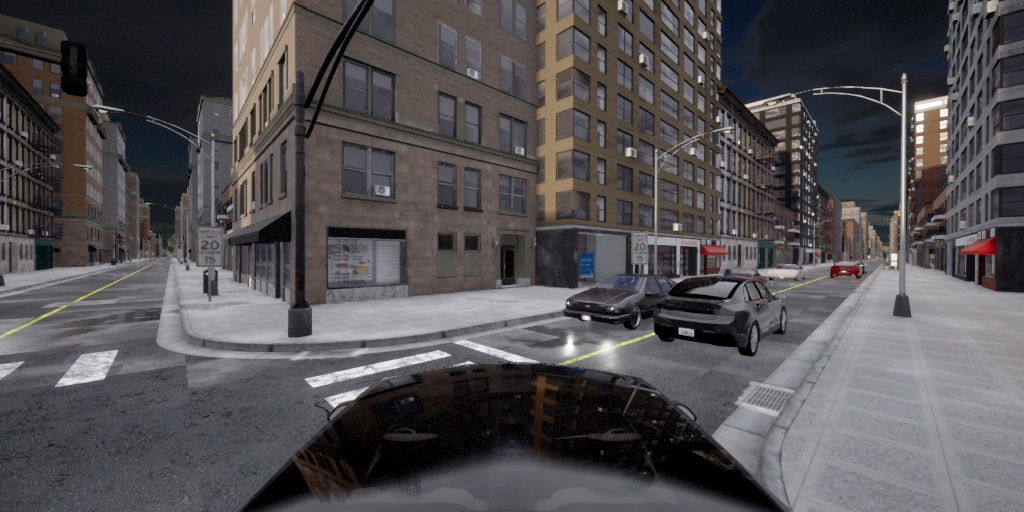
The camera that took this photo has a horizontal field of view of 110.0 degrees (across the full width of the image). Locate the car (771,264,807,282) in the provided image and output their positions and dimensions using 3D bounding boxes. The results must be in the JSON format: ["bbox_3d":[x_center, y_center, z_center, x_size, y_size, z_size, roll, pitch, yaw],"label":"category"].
[{"bbox_3d":[21.852,1.293,28.428,4.718,1.301,1.895,0,0,-43],"label":"car"}]

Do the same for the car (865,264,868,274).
[{"bbox_3d":[37.629,1.194,39.458,4.902,1.511,2.128,0,0,-43],"label":"car"}]

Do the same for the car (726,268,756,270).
[{"bbox_3d":[11.929,1.308,19.033,4.718,1.301,1.895,0,0,-44],"label":"car"}]

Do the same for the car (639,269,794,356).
[{"bbox_3d":[5.174,1.242,8.695,4.892,1.490,1.837,0,0,-44],"label":"car"}]

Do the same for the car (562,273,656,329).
[{"bbox_3d":[3.919,1.267,11.436,5.357,1.411,2.033,0,0,-44],"label":"car"}]

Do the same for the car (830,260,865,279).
[{"bbox_3d":[30.069,1.180,32.236,5.008,1.535,1.882,0,0,-43],"label":"car"}]
